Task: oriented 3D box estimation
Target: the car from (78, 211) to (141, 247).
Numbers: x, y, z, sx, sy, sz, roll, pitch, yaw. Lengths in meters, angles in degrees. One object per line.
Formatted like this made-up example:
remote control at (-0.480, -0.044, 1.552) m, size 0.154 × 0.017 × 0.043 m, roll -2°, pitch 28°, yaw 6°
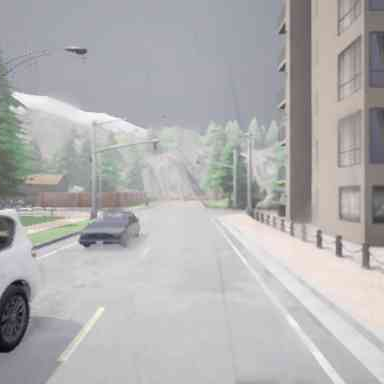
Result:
car at (-3.577, 1.601, 15.552) m, size 2.033 × 1.411 × 5.357 m, roll 0°, pitch 0°, yaw 0°

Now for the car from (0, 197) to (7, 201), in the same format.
car at (-27.563, 1.331, 49.099) m, size 1.905 × 1.878 × 3.866 m, roll 0°, pitch 0°, yaw -1°

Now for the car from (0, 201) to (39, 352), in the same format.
car at (-3.600, 1.232, 3.257) m, size 2.150 × 2.045 × 5.566 m, roll 0°, pitch 0°, yaw 0°

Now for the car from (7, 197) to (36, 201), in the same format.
car at (-25.059, 1.330, 49.547) m, size 1.932 × 1.855 × 4.605 m, roll 0°, pitch 0°, yaw -1°
